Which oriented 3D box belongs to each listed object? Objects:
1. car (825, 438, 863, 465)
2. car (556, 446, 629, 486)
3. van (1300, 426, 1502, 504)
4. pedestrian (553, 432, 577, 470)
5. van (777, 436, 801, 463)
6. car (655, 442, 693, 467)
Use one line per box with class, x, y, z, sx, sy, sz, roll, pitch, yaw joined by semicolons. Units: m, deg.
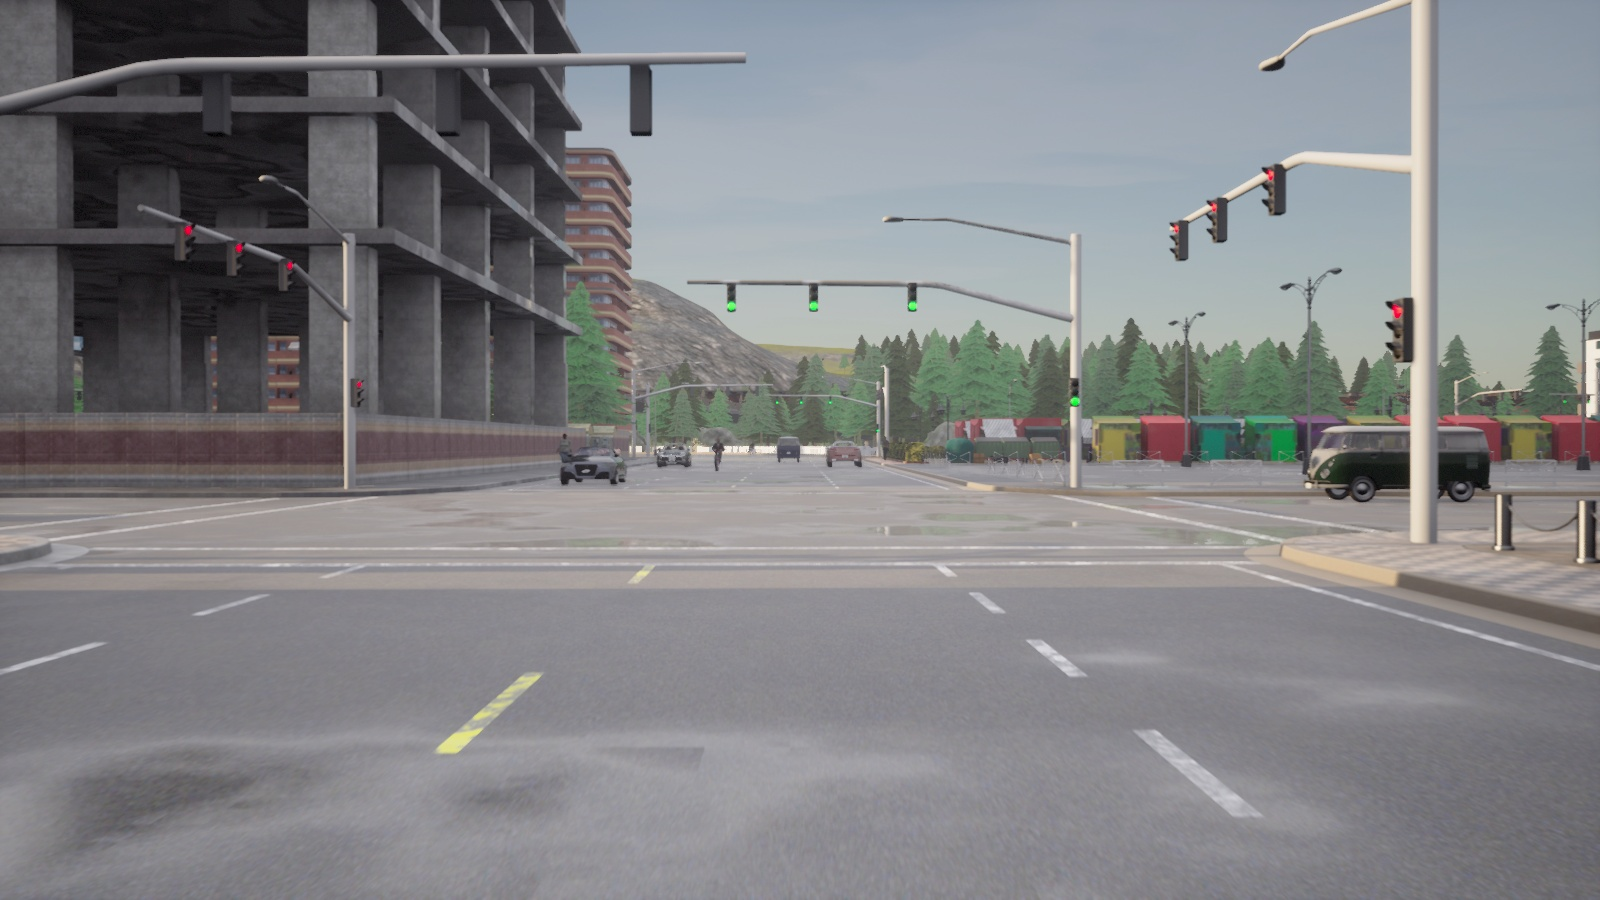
car;2.751;0.081;79.182;2.152;1.651;5.027;0;0;0
car;-7.549;0.545;46.102;1.994;1.385;4.181;0;0;0
van;15.703;0.381;32.958;4.442;1.987;1.775;0;0;0
pedestrian;-11.444;0.047;61.172;0.874;1.855;0.900;0;0;11
van;-0.858;-0.047;96.849;1.775;1.987;4.442;0;0;0
car;-7.737;0.271;77.197;1.970;1.475;3.806;0;0;0
